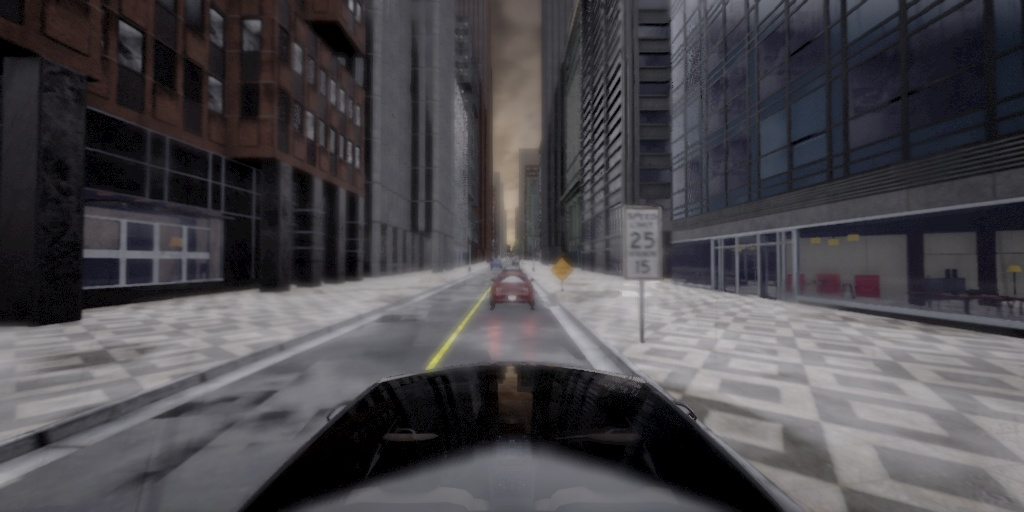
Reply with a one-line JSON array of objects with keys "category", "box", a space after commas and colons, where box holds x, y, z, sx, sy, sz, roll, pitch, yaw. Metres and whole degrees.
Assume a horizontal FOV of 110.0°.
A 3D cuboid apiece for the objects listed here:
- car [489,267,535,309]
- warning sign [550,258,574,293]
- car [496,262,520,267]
[{"category": "car", "box": [0.029, 1.412, 15.744, 1.812, 1.442, 4.674, 0, 0, 1]}, {"category": "warning sign", "box": [2.722, 1.035, 19.388, 1.300, 1.860, 1.060, 0, 0, 0]}, {"category": "car", "box": [0.028, 1.504, 30.354, 2.128, 1.511, 4.902, 0, 0, 1]}]
